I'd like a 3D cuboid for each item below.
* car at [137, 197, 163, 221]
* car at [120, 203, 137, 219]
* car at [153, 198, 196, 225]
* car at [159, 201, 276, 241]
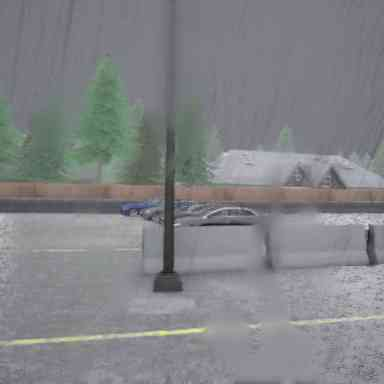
[{"bbox_3d":[-0.835,1.215,21.325,4.902,1.511,2.128,1,1,-13],"label":"car"},{"bbox_3d":[-2.711,1.128,24.493,5.008,1.535,1.882,1,1,-12],"label":"car"},{"bbox_3d":[0.610,1.294,18.058,4.892,1.490,1.837,1,1,-13],"label":"car"},{"bbox_3d":[1.255,1.333,14.627,4.902,1.511,2.128,1,1,-13],"label":"car"}]
